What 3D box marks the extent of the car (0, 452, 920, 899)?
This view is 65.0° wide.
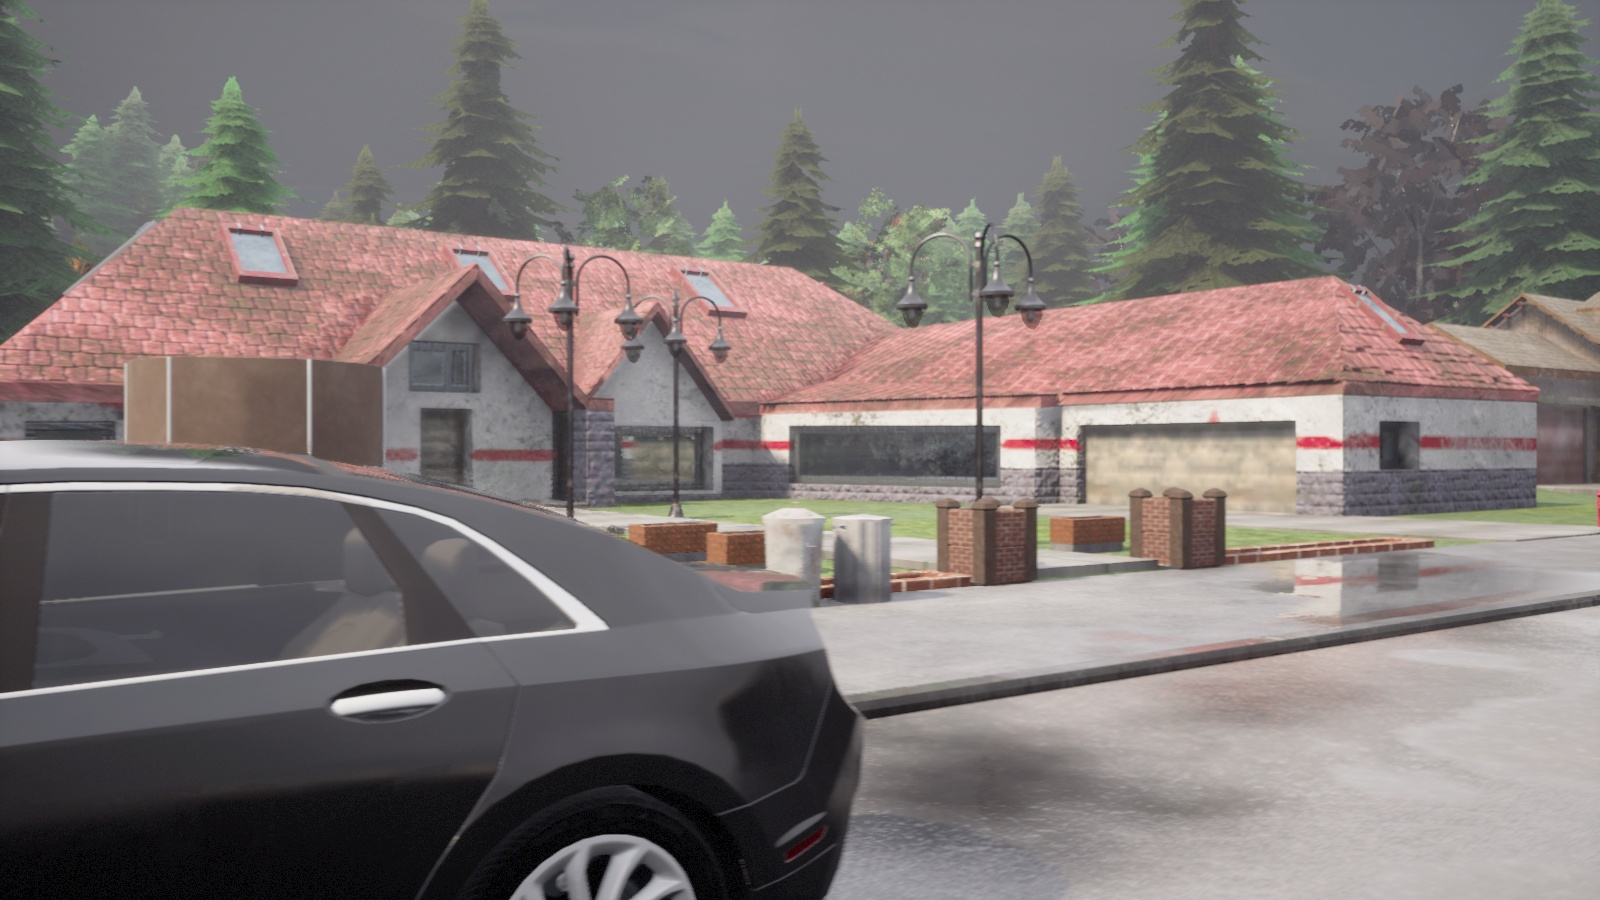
[{"bbox_3d":[-2.218,0.763,2.723,4.892,1.490,1.837,0,0,-35],"label":"car"}]
